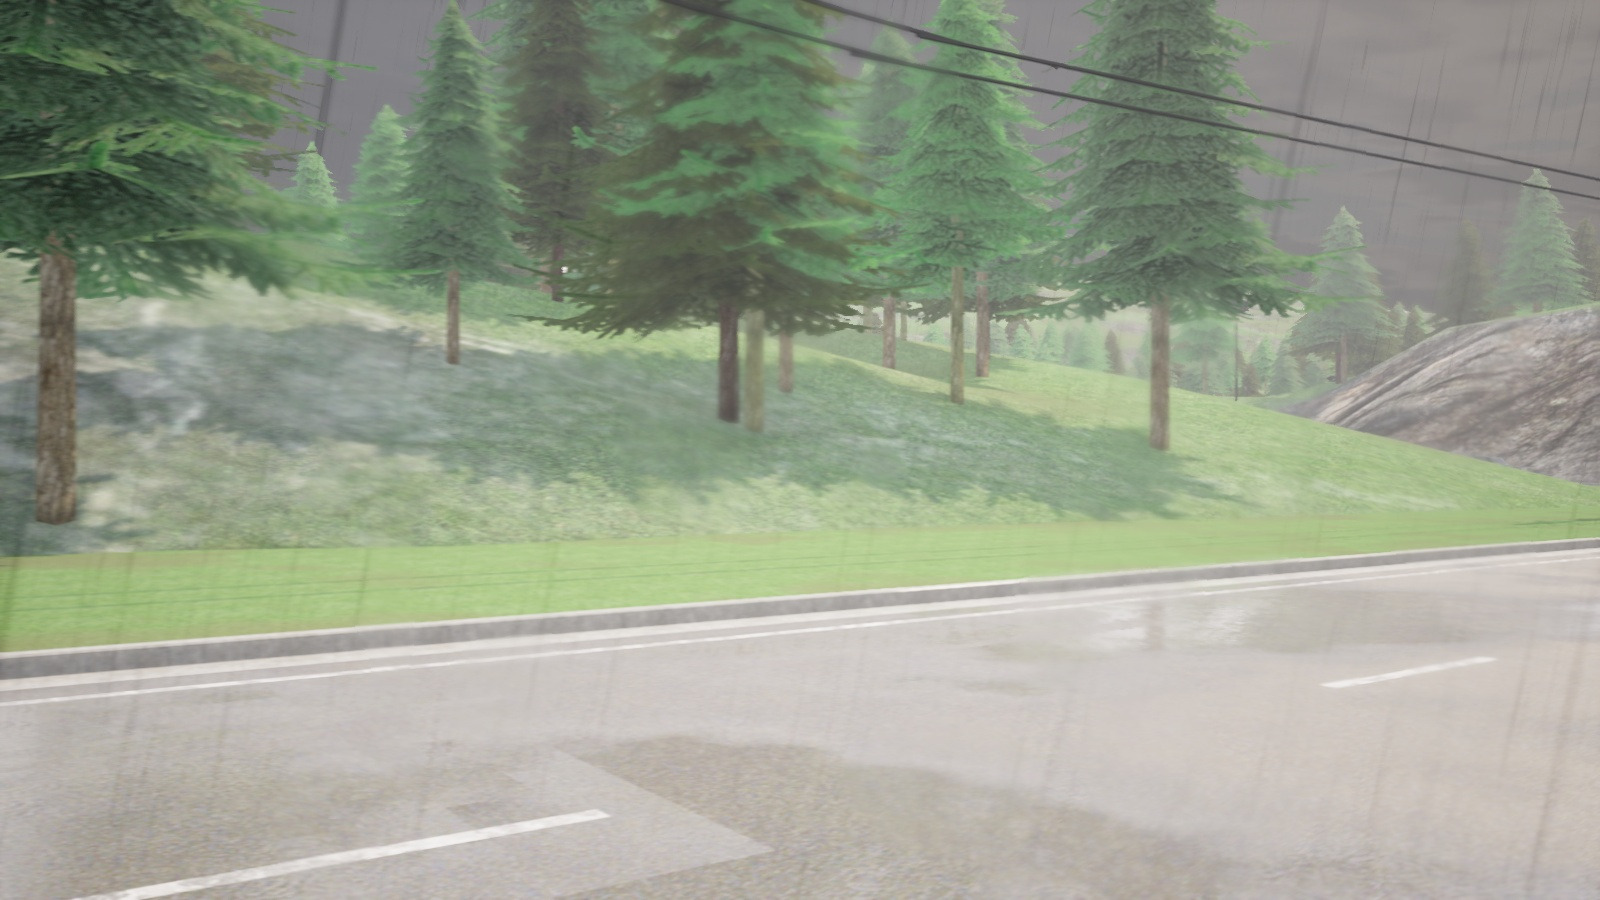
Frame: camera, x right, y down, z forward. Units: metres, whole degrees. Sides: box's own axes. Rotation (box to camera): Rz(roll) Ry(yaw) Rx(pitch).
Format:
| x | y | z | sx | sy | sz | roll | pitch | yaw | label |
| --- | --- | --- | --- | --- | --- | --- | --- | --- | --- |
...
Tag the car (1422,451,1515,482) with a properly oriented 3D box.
| x | y | z | sx | sy | sz | roll | pitch | yaw | label |
| --- | --- | --- | --- | --- | --- | --- | --- | --- | --- |
| 40.168 | 0.973 | 75.514 | 2.097 | 1.767 | 4.553 | 0 | 0 | -27 | car |
